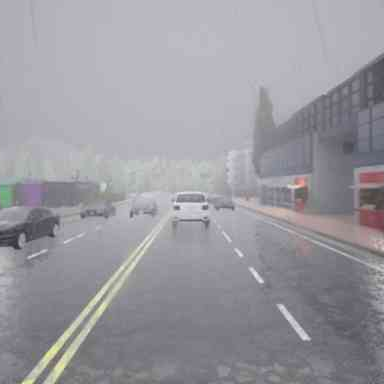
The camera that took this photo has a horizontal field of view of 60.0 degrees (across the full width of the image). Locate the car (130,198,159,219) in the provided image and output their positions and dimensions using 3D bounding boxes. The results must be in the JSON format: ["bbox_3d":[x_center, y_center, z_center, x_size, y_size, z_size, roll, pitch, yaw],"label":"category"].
[{"bbox_3d":[-3.714,1.179,26.396,1.812,1.442,4.674,0,1,0],"label":"car"}]

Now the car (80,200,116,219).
[{"bbox_3d":[-7.295,1.322,26.175,1.994,1.385,4.181,0,1,0],"label":"car"}]

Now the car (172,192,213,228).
[{"bbox_3d":[-0.076,0.998,20.696,2.150,2.045,5.566,0,1,0],"label":"car"}]

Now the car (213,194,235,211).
[{"bbox_3d":[3.294,1.160,34.329,2.033,1.411,5.357,0,1,0],"label":"car"}]

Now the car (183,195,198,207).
[{"bbox_3d":[-0.231,1.130,43.868,1.895,1.301,4.718,0,1,0],"label":"car"}]

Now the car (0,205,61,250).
[{"bbox_3d":[-7.230,1.366,13.968,1.882,1.535,5.008,0,1,0],"label":"car"}]

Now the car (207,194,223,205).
[{"bbox_3d":[3.184,1.005,46.717,1.812,1.442,4.674,0,1,0],"label":"car"}]
